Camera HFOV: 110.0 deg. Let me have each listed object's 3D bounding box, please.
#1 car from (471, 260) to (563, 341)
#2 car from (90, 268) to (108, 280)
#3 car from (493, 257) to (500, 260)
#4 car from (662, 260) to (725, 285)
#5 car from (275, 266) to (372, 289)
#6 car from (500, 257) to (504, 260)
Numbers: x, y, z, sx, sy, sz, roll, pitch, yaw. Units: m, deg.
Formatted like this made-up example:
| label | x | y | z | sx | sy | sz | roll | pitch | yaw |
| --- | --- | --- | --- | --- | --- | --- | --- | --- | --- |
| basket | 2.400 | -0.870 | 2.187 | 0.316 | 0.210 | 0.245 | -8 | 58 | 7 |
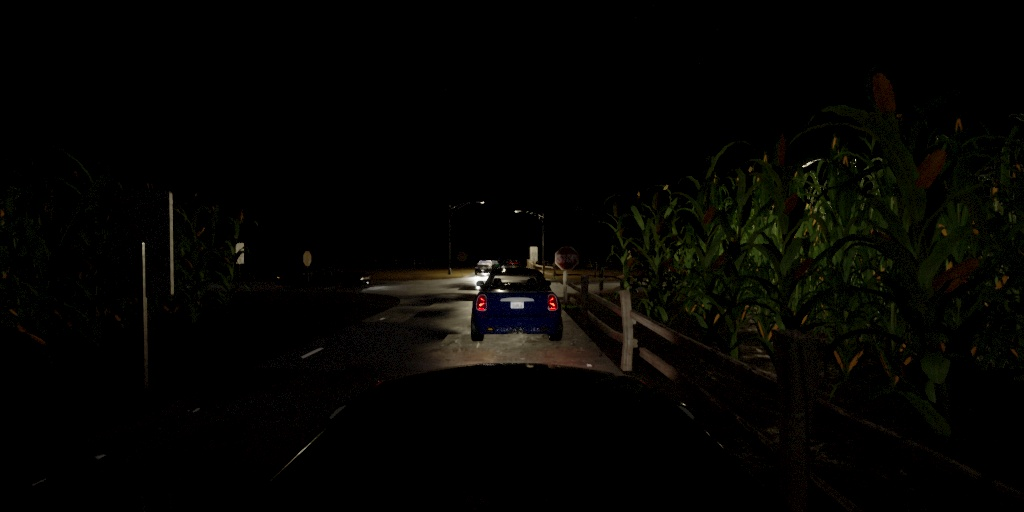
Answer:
| label | x | y | z | sx | sy | sz | roll | pitch | yaw |
| --- | --- | --- | --- | --- | --- | --- | --- | --- | --- |
| car | 0.059 | 1.098 | 9.993 | 2.097 | 1.767 | 4.553 | 0 | 0 | -2 |
| car | -24.564 | 1.309 | 22.514 | 4.892 | 1.490 | 1.837 | 0 | 1 | 0 |
| car | -2.810 | 1.211 | 38.158 | 2.128 | 1.511 | 4.902 | 0 | 0 | 2 |
| car | 12.542 | 1.062 | 25.337 | 4.553 | 1.767 | 2.097 | 0 | 1 | -2 |
| car | -11.859 | 1.321 | 22.698 | 5.357 | 1.411 | 2.033 | 0 | 1 | -3 |
| car | -2.702 | 1.257 | 58.883 | 1.994 | 1.385 | 4.181 | 0 | 0 | 0 |
